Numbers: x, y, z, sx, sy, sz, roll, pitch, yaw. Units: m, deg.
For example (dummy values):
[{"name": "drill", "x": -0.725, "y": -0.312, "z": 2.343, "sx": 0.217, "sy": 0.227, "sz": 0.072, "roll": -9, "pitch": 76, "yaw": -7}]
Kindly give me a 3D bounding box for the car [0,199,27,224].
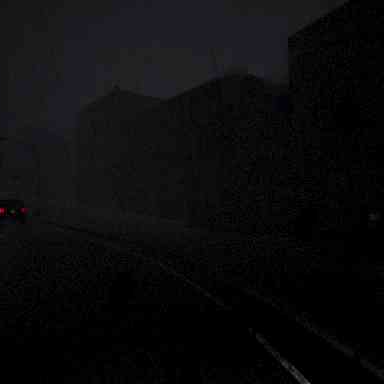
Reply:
[{"name": "car", "x": -15.527, "y": 1.588, "z": 27.973, "sx": 2.150, "sy": 2.045, "sz": 5.566, "roll": 1, "pitch": 0, "yaw": -38}]
